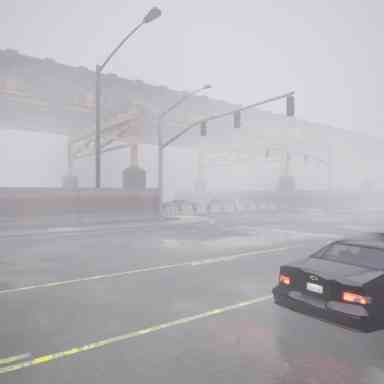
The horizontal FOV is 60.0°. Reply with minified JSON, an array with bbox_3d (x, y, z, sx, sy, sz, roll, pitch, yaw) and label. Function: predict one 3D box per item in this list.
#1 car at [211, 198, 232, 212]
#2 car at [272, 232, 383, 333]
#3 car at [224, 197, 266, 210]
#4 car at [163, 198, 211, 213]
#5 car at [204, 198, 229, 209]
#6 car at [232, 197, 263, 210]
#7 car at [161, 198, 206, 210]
[{"bbox_3d":[2.891,1.452,38.707,2.038,1.542,4.974,0,0,17],"label":"car"},{"bbox_3d":[3.954,1.547,6.671,5.357,1.411,2.033,0,0,-36],"label":"car"},{"bbox_3d":[6.764,1.452,42.506,4.974,1.542,2.038,0,0,-8],"label":"car"},{"bbox_3d":[-0.827,1.452,35.985,4.974,1.542,2.038,0,0,7],"label":"car"},{"bbox_3d":[2.906,1.295,38.757,1.853,1.218,4.536,0,0,17],"label":"car"},{"bbox_3d":[6.712,1.294,42.499,4.536,1.218,1.853,0,0,-8],"label":"car"},{"bbox_3d":[-0.879,1.295,35.992,4.536,1.218,1.853,0,0,7],"label":"car"}]
